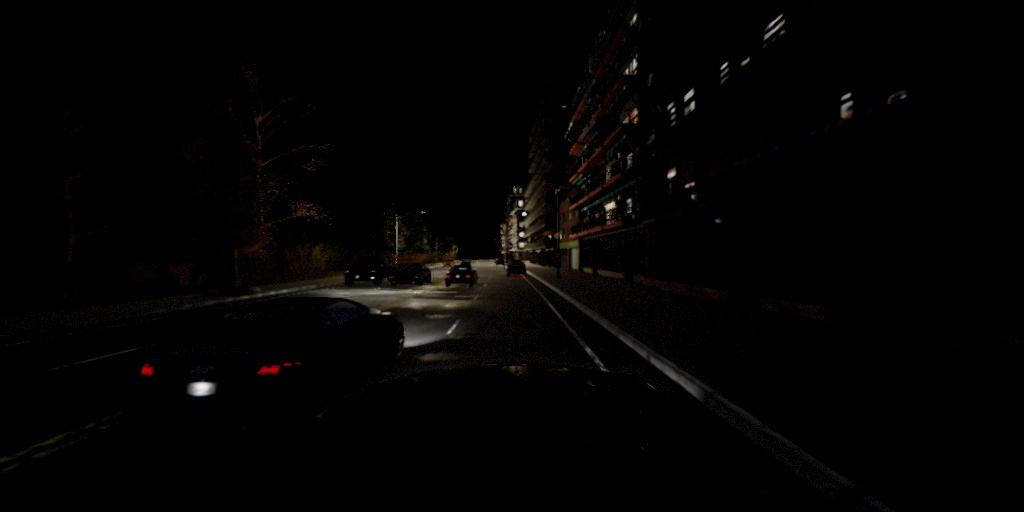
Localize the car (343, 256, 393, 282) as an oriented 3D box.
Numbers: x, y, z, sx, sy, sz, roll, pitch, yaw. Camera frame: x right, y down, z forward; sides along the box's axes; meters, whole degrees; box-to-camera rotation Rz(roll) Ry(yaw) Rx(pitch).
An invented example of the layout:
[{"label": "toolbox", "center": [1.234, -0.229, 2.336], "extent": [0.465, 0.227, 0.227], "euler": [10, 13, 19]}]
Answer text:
[{"label": "car", "center": [-10.111, 1.001, 26.063], "extent": [2.150, 2.045, 5.566], "euler": [0, 0, -1]}]

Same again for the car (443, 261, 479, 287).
[{"label": "car", "center": [-3.395, 1.315, 24.684], "extent": [2.033, 1.411, 5.357], "euler": [0, 0, -1]}]

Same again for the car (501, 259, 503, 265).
[{"label": "car", "center": [-0.192, 1.270, 52.707], "extent": [1.882, 1.535, 5.008], "euler": [0, 0, -3]}]

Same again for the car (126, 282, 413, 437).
[{"label": "car", "center": [-3.184, 1.321, 5.680], "extent": [1.994, 1.385, 4.181], "euler": [0, 0, 0]}]

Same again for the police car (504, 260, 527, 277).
[{"label": "police car", "center": [0.428, 1.198, 36.744], "extent": [1.930, 1.638, 5.238], "euler": [0, 0, -2]}]

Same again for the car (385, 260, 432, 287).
[{"label": "car", "center": [-6.838, 1.251, 24.720], "extent": [1.882, 1.535, 5.008], "euler": [0, 0, -1]}]
